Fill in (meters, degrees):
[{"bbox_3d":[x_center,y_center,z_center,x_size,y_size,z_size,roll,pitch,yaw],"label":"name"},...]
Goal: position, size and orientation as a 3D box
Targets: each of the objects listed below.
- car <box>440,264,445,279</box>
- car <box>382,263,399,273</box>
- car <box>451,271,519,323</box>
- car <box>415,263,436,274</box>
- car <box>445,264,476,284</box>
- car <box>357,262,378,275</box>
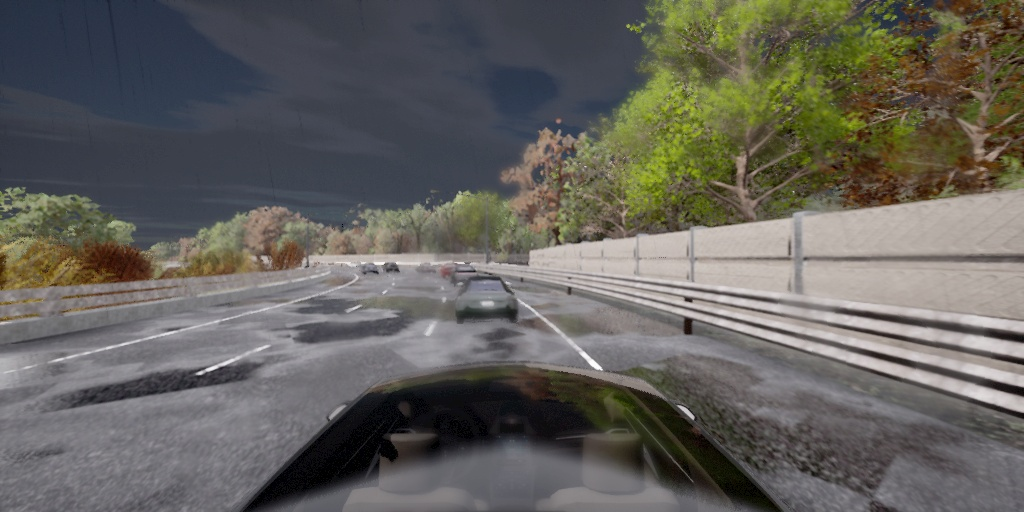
[{"bbox_3d":[-6.523,1.537,37.939,1.882,1.535,5.008,0,-1,-15],"label":"car"},{"bbox_3d":[-18.048,1.723,53.209,1.837,1.490,4.892,0,-1,-29],"label":"car"},{"bbox_3d":[-0.956,1.405,12.633,1.994,1.385,4.181,0,0,-7],"label":"car"},{"bbox_3d":[-11.846,1.713,49.119,2.033,1.411,5.357,0,-1,-27],"label":"car"},{"bbox_3d":[-3.637,1.453,26.892,2.128,1.511,4.902,0,-1,-14],"label":"car"},{"bbox_3d":[-19.145,1.729,48.085,2.033,1.411,5.357,0,-1,-28],"label":"car"}]
